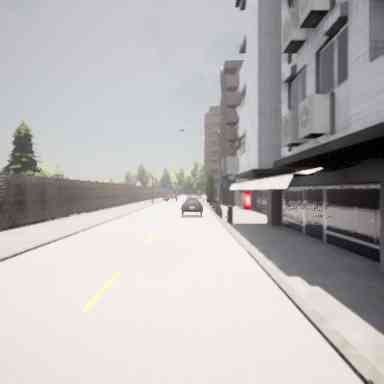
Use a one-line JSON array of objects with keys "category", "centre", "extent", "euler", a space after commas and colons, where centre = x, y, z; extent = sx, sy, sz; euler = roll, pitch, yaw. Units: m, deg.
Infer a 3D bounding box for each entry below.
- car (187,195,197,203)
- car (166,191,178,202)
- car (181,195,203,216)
[{"category": "car", "centre": [-0.002, 1.212, 60.936], "extent": [1.895, 1.301, 4.718], "euler": [0, 0, 0]}, {"category": "car", "centre": [-4.002, 0.822, 67.437], "extent": [2.150, 2.045, 5.566], "euler": [0, 0, 0]}, {"category": "car", "centre": [-0.001, 1.265, 29.983], "extent": [1.994, 1.385, 4.181], "euler": [0, 0, 0]}]
